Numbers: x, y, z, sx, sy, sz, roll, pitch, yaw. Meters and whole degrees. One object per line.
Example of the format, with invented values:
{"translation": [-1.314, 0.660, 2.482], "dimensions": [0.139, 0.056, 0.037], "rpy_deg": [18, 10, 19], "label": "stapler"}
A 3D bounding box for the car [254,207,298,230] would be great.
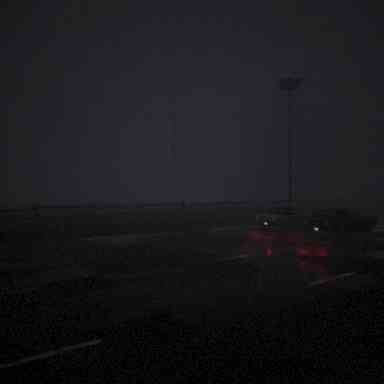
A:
{"translation": [6.203, 1.585, 21.072], "dimensions": [4.718, 1.301, 1.895], "rpy_deg": [0, 0, -36], "label": "car"}

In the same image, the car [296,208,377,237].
{"translation": [8.109, 1.585, 18.133], "dimensions": [4.718, 1.301, 1.895], "rpy_deg": [0, 0, -36], "label": "car"}
